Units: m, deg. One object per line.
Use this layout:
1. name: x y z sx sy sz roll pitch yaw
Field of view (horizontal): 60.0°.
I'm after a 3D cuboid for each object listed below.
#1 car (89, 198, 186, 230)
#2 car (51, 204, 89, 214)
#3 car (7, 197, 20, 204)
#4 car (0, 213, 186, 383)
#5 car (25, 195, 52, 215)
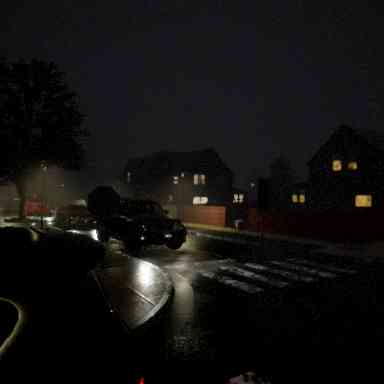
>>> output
1. car: -2.484 1.298 14.786 2.150 2.045 5.566 2 -1 -35
2. car: -8.050 1.614 22.951 1.837 1.490 4.892 2 -1 -34
3. car: -38.248 1.758 72.495 2.128 1.511 4.902 2 -1 -34
4. car: -2.790 1.236 0.956 5.566 2.045 2.150 1 -1 -33
5. car: -16.323 1.372 35.166 2.150 2.045 5.566 2 0 -34
